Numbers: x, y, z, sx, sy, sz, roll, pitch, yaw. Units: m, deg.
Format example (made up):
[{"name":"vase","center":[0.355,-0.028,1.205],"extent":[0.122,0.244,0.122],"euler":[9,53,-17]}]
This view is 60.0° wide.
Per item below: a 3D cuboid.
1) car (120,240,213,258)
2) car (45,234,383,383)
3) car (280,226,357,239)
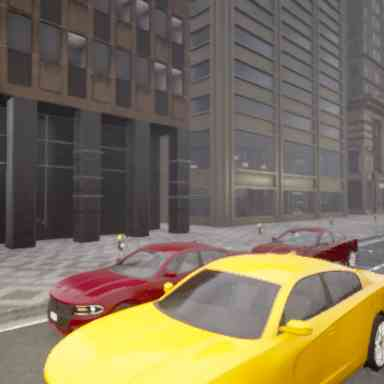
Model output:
[{"name":"car","center":[-0.479,1.714,6.679],"extent":[4.507,1.381,1.887],"euler":[1,-2,-42]},{"name":"car","center":[0.827,1.581,4.135],"extent":[5.008,1.535,1.882],"euler":[1,-2,-42]},{"name":"car","center":[3.652,1.794,10.462],"extent":[4.507,1.381,1.887],"euler":[1,-2,-42]}]
